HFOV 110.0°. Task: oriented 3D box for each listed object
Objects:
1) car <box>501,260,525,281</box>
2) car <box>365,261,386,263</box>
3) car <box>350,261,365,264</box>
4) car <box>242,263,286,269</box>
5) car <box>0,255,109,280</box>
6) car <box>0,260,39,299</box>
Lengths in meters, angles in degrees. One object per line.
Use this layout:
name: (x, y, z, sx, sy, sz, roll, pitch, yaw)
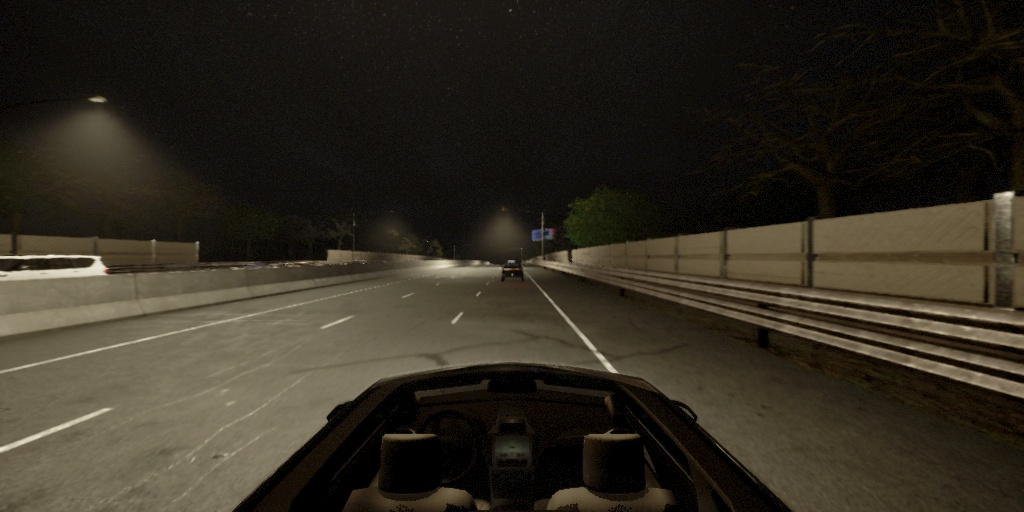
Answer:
car: (0.058, 1.261, 30.670, 2.128, 1.511, 4.902, 0, 0, 0)
car: (-21.074, 1.481, 57.176, 1.895, 1.301, 4.718, 0, 0, 0)
car: (-24.562, 1.432, 57.711, 2.033, 1.411, 5.357, 0, 0, 0)
car: (-17.600, 1.243, 25.202, 2.128, 1.511, 4.902, 0, 0, 0)
car: (-21.106, 0.961, 15.482, 2.150, 2.045, 5.566, 0, 0, 0)
car: (-24.601, 1.090, 15.568, 2.097, 1.767, 4.553, 0, 0, 0)
